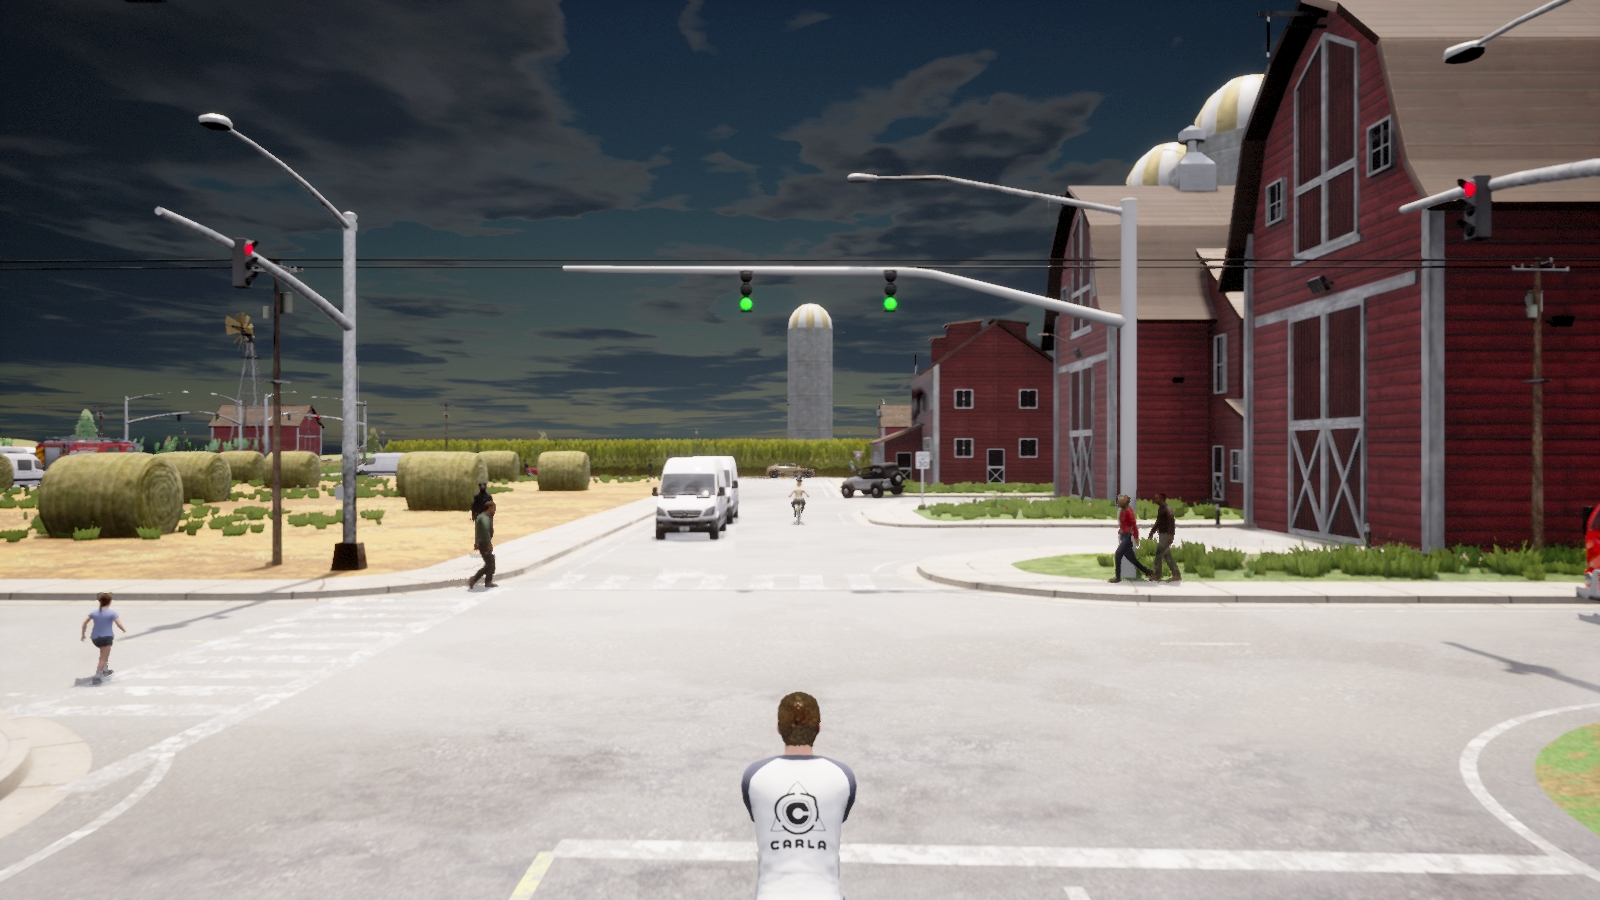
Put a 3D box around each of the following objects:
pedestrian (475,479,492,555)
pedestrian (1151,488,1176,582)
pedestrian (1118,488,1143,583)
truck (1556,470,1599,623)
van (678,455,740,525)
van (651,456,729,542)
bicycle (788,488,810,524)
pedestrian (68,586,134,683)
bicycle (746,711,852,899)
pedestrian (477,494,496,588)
[{"bbox_3d":[-7.919,1.671,28.586,0.375,1.860,0.375,0,0,-23],"label":"pedestrian"},{"bbox_3d":[7.267,1.698,22.852,0.375,1.860,0.375,0,0,0],"label":"pedestrian"},{"bbox_3d":[6.582,1.697,22.775,0.375,1.860,0.375,0,0,-1],"label":"pedestrian"},{"bbox_3d":[15.533,1.569,18.222,5.204,2.467,2.627,0,0,1],"label":"truck"},{"bbox_3d":[-3.535,1.511,45.439,1.988,2.561,5.915,0,0,0],"label":"van"},{"bbox_3d":[-3.529,1.507,37.716,1.988,2.561,5.915,0,0,0],"label":"van"},{"bbox_3d":[-0.037,2.134,43.830,0.859,1.276,1.487,0,0,0],"label":"bicycle"},{"bbox_3d":[-8.498,2.229,13.902,0.500,1.100,0.500,0,0,1],"label":"pedestrian"},{"bbox_3d":[-0.004,2.030,4.826,0.373,1.496,1.643,0,-1,0],"label":"bicycle"},{"bbox_3d":[-6.324,1.827,23.025,0.375,1.860,0.375,0,0,-16],"label":"pedestrian"}]
